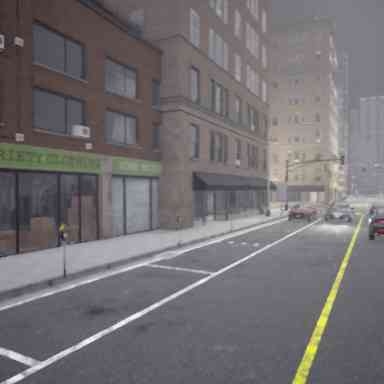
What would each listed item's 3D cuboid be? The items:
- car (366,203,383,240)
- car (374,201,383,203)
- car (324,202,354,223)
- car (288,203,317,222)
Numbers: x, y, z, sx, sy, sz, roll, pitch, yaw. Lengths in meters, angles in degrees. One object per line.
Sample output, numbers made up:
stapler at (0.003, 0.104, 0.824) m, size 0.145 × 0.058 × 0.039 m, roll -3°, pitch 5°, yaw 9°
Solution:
car at (9.966, 1.532, 16.708) m, size 1.837 × 1.490 × 4.892 m, roll 0°, pitch 0°, yaw 29°
car at (16.286, 1.521, 28.387) m, size 1.882 × 1.535 × 5.008 m, roll 0°, pitch 0°, yaw 29°
car at (11.699, 1.528, 26.308) m, size 2.128 × 1.511 × 4.902 m, roll 0°, pitch 0°, yaw 28°
car at (9.067, 1.576, 27.068) m, size 1.887 × 1.381 × 4.507 m, roll -1°, pitch 0°, yaw 28°
